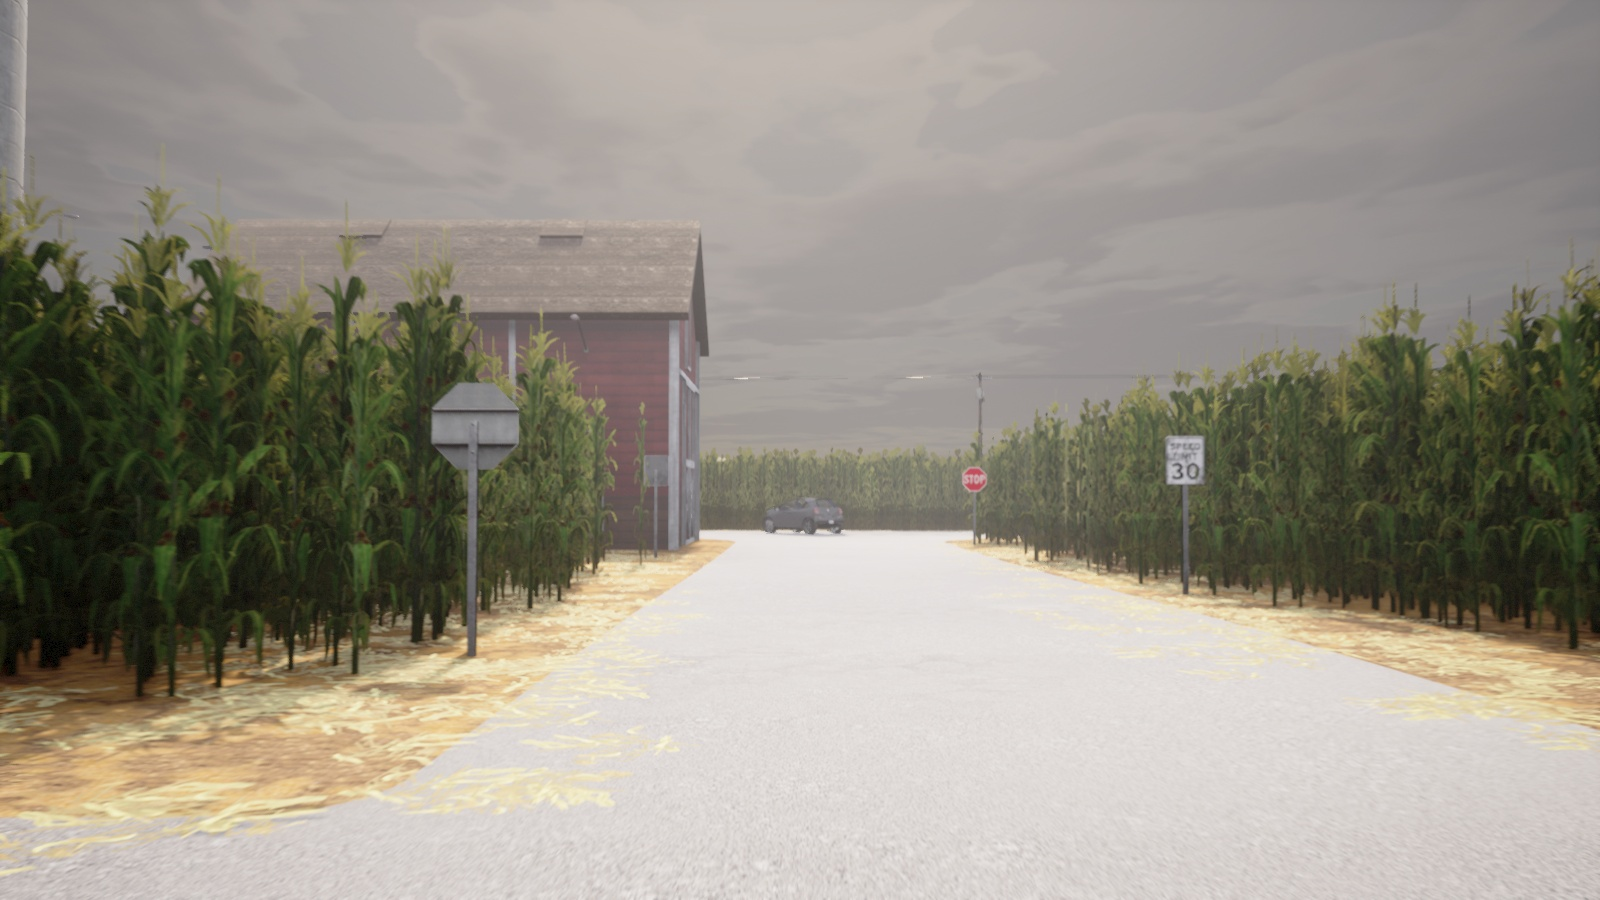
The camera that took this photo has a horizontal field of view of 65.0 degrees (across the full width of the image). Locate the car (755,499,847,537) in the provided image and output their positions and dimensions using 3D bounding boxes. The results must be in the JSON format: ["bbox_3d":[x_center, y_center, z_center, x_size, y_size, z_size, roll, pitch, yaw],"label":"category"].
[{"bbox_3d":[0.018,2.800,52.018,1.845,1.501,3.633,2,-3,-42],"label":"car"}]
